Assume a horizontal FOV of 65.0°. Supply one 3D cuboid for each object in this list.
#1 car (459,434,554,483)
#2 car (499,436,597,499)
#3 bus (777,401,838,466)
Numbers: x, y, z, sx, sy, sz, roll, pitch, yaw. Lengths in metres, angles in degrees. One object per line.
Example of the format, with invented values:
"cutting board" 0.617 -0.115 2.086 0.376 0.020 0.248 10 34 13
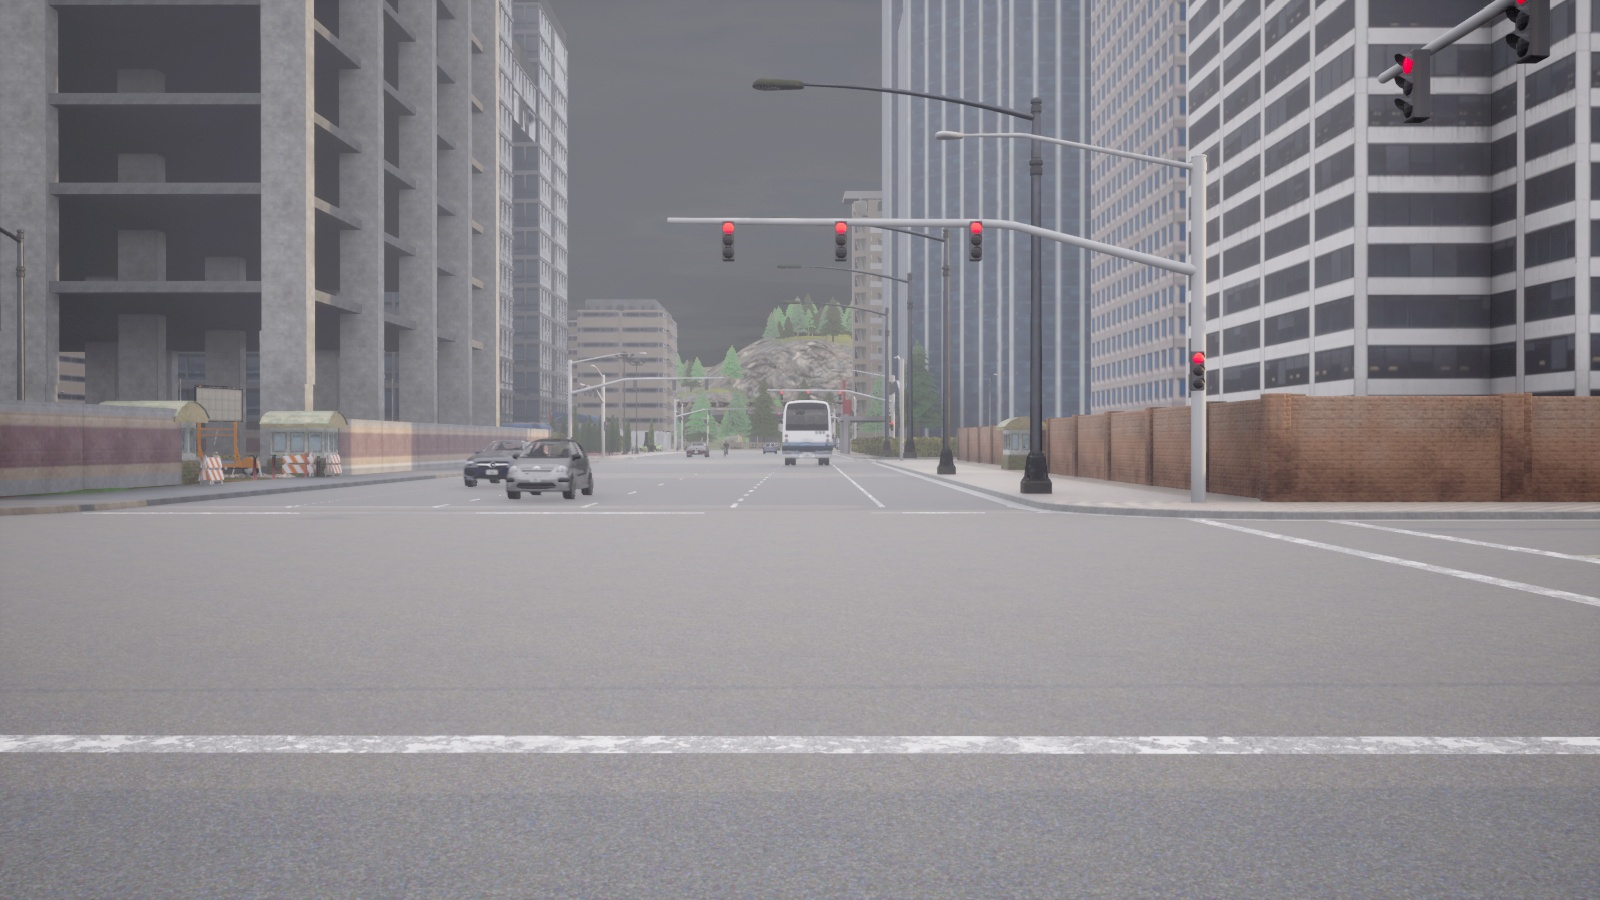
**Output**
"car" -10.242 0.267 44.207 2.152 1.651 5.027 0 0 0
"car" -6.797 0.446 34.226 1.851 1.617 3.988 0 0 0
"bus" 0.487 -1.117 86.423 3.944 4.253 10.273 0 1 0
